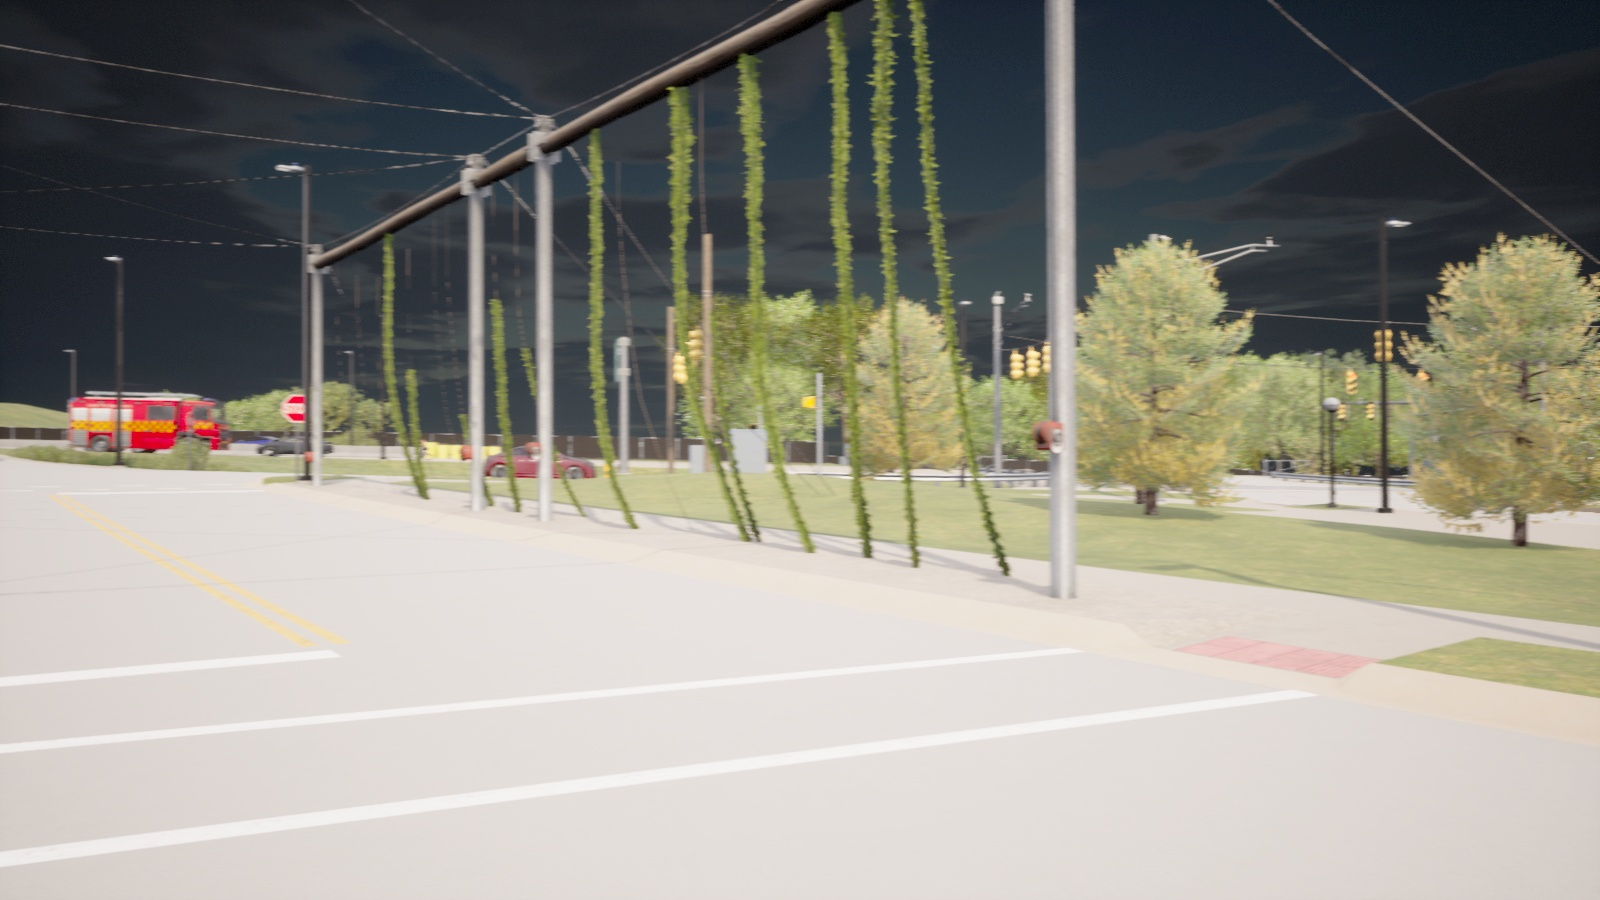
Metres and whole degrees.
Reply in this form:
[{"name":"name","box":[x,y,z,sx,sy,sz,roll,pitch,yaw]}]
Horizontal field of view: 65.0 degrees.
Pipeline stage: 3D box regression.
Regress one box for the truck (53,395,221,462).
[{"name":"truck","box":[-40.239,-1.249,76.496,8.468,3.827,2.891,1,-1,-10]}]

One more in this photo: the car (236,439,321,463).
[{"name":"car","box":[-35.051,0.054,84.519,4.902,1.511,2.128,1,-1,-10]}]

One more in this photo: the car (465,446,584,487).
[{"name":"car","box":[-10.128,0.613,46.446,4.181,1.385,1.994,1,-1,-11]}]
